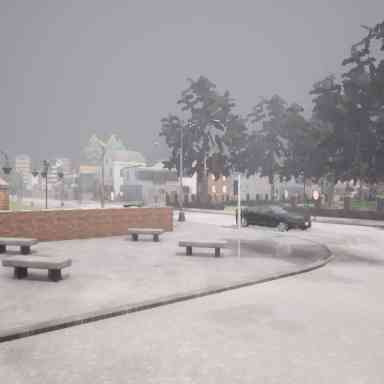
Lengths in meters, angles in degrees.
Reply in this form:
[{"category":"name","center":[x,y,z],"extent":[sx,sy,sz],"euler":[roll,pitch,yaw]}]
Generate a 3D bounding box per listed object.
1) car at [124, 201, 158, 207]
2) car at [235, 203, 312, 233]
[{"category":"car","center":[-5.213,1.601,34.271],"extent":[1.895,1.301,4.718],"euler":[0,0,-35]},{"category":"car","center":[4.805,1.478,20.201],"extent":[1.882,1.535,5.008],"euler":[0,0,-36]}]
